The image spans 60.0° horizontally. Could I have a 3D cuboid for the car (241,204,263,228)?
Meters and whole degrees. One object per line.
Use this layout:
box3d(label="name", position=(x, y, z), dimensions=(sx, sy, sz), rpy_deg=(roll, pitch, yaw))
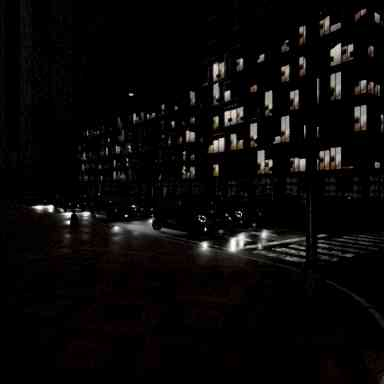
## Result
box3d(label="car", position=(1.891, 1.104, 19.212), dimensions=(2.097, 1.767, 4.553), rpy_deg=(0, 1, -38))

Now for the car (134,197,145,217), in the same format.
box3d(label="car", position=(-3.986, 1.126, 26.646), dimensions=(2.033, 1.411, 5.357), rpy_deg=(0, 1, -38))

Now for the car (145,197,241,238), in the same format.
box3d(label="car", position=(-0.095, 1.124, 16.481), dimensions=(2.097, 1.767, 4.553), rpy_deg=(0, 1, -38))

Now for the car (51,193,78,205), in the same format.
box3d(label="car", position=(-16.331, 0.812, 42.405), dimensions=(1.895, 1.301, 4.718), rpy_deg=(0, 1, -38))

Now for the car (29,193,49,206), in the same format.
box3d(label="car", position=(-17.600, 0.817, 38.745), dimensions=(1.994, 1.385, 4.181), rpy_deg=(0, 1, -37))

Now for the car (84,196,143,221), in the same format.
box3d(label="car", position=(-5.673, 1.208, 23.539), dimensions=(1.895, 1.301, 4.718), rpy_deg=(0, 1, -38))

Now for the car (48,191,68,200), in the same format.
box3d(label="car", position=(-22.592, 0.540, 55.880), dimensions=(1.895, 1.301, 4.718), rpy_deg=(0, 1, -38))

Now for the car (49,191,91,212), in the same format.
box3d(label="car", position=(-11.399, 0.943, 30.807), dimensions=(1.837, 1.490, 4.892), rpy_deg=(0, 1, -38))
